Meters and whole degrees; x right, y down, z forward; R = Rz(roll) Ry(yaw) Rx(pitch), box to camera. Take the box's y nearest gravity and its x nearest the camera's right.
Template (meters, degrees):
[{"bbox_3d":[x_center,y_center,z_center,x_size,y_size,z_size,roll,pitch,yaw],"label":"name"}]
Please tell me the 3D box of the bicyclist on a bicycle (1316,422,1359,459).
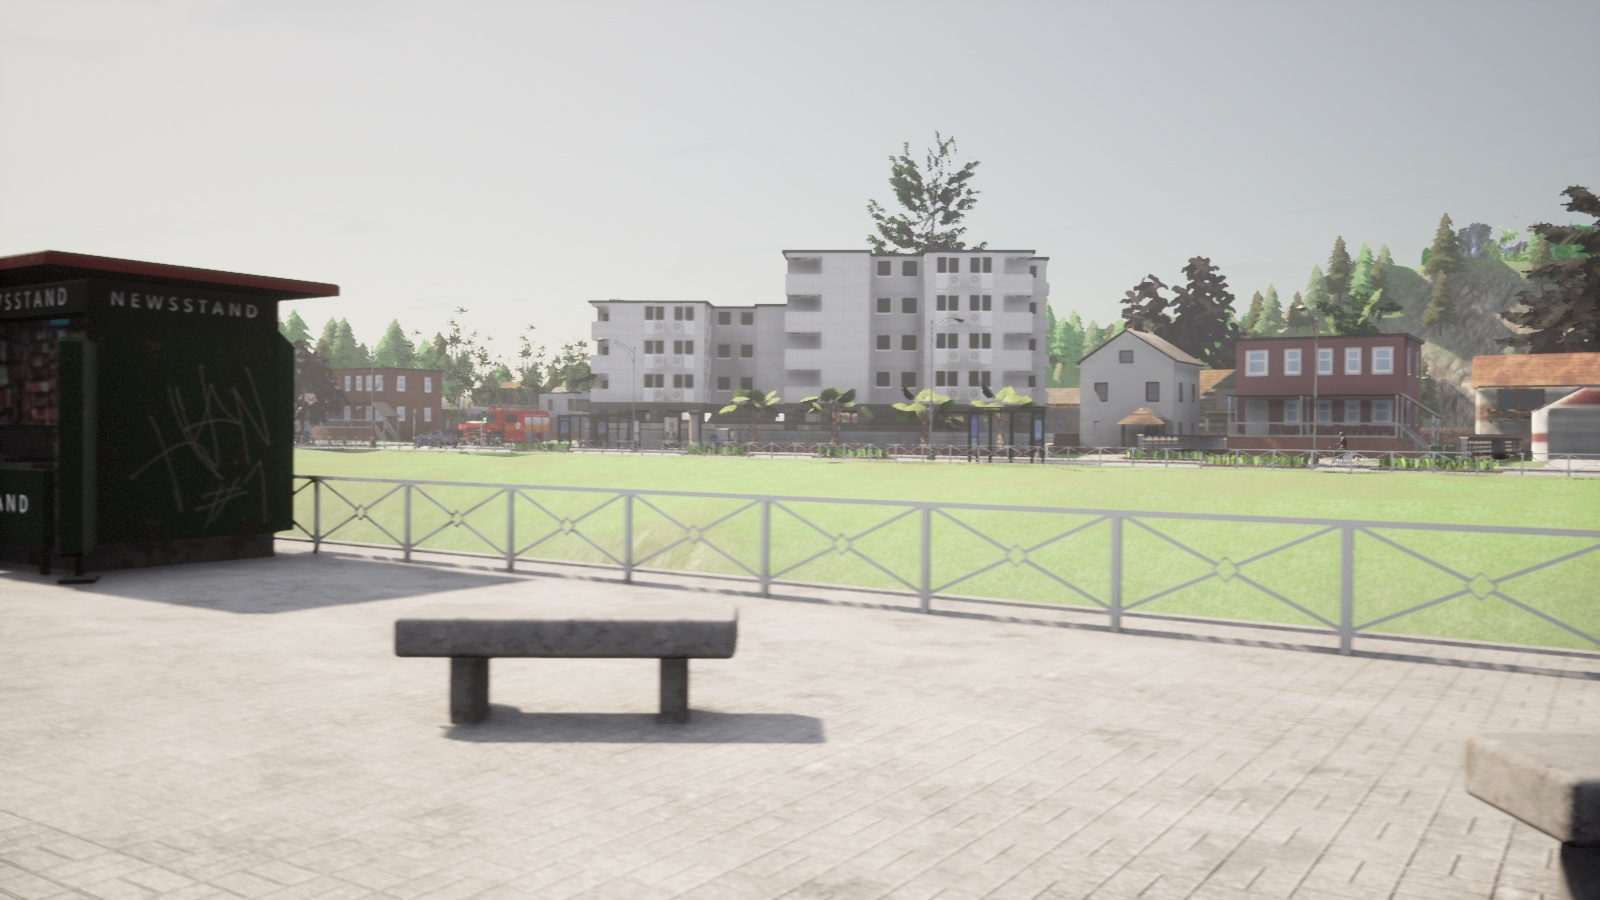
[{"bbox_3d":[26.084,-0.466,60.960,1.843,1.776,0.659,0,1,34],"label":"bicyclist on a bicycle"}]
